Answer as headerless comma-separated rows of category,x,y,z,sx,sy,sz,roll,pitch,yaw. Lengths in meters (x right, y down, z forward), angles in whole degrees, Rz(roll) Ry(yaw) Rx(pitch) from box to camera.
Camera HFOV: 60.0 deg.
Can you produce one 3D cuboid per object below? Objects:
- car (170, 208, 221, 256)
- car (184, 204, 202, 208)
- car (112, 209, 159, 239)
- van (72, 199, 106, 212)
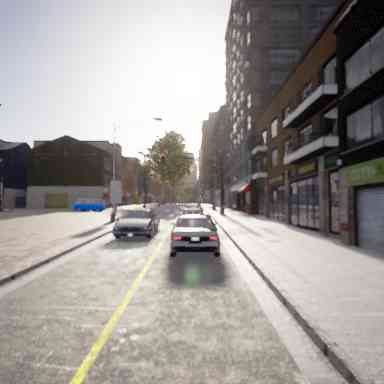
car,0.105,1.584,13.311,2.033,1.411,5.357,0,0,0
car,0.099,1.686,28.320,2.033,1.411,5.357,0,-1,0
car,-2.841,1.607,17.965,2.033,1.411,5.357,0,0,0
van,-12.926,1.787,42.041,3.998,1.788,1.690,0,-3,0
